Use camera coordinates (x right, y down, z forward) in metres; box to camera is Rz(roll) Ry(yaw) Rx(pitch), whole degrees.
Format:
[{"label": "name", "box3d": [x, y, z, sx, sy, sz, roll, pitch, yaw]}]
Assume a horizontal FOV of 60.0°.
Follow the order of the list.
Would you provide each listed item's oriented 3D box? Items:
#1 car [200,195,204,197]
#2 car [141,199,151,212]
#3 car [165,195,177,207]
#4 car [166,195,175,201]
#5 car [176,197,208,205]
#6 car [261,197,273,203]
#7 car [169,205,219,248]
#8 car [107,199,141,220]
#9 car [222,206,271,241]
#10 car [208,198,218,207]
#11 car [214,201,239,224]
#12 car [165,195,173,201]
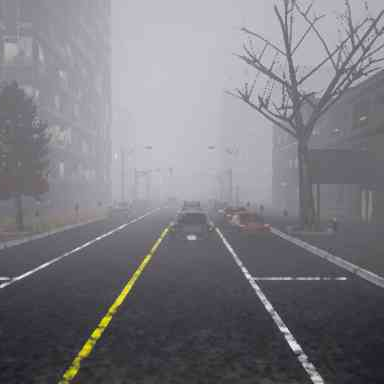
[{"label": "car", "box3d": [2.678, 1.535, 88.156, 2.008, 1.369, 4.403, -1, 0, 0]}, {"label": "car", "box3d": [-5.831, 1.533, 38.959, 1.887, 1.381, 4.507, -1, 0, 0]}, {"label": "car", "box3d": [-3.000, 1.548, 51.657, 1.812, 1.442, 4.674, 0, 0, 0]}, {"label": "car", "box3d": [-5.702, 1.550, 88.155, 1.947, 1.339, 4.313, -1, 0, 0]}, {"label": "car", "box3d": [0.000, 1.486, 29.654, 2.128, 1.511, 4.902, 0, 0, 0]}, {"label": "car", "box3d": [16.314, 1.617, 67.679, 4.403, 1.369, 2.008, 0, 0, 1]}, {"label": "car", "box3d": [0.000, 1.528, 14.652, 1.812, 1.442, 4.674, 0, 0, 0]}, {"label": "car", "box3d": [-5.805, 1.542, 27.670, 2.008, 1.369, 4.403, -1, 0, 0]}, {"label": "car", "box3d": [2.712, 1.576, 16.325, 1.802, 1.307, 4.206, -1, 0, 0]}, {"label": "car", "box3d": [2.808, 1.540, 33.257, 2.008, 1.369, 4.403, -1, 0, 0]}, {"label": "car", "box3d": [2.746, 1.537, 21.969, 1.887, 1.381, 4.507, -1, 0, 0]}, {"label": "car", "box3d": [-5.702, 1.510, 82.331, 1.752, 1.417, 4.829, -1, 0, 0]}]
